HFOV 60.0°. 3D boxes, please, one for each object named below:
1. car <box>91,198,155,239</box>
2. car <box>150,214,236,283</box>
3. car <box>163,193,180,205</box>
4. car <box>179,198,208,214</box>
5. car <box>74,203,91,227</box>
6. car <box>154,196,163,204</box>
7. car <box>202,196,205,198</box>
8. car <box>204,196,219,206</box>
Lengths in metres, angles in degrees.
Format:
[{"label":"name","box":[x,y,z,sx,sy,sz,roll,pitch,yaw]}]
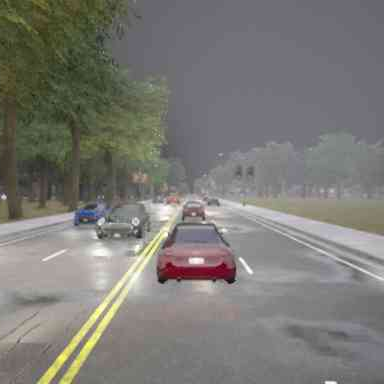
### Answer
[{"label":"car","box":[-3.337,1.342,17.033,2.097,1.767,4.553,0,0,0]},{"label":"car","box":[0.107,1.557,9.670,1.994,1.385,4.181,0,0,0]},{"label":"car","box":[-3.252,1.231,58.539,2.150,2.045,5.566,0,0,1]},{"label":"car","box":[0.120,1.514,27.570,1.812,1.442,4.674,0,0,0]},{"label":"car","box":[-6.582,1.467,23.042,1.882,1.535,5.008,0,0,0]},{"label":"car","box":[-6.475,1.544,63.636,1.812,1.442,4.674,0,0,1]},{"label":"car","box":[3.301,1.521,72.880,1.882,1.535,5.008,0,0,0]},{"label":"car","box":[3.389,1.506,54.120,1.837,1.490,4.892,0,0,0]}]
